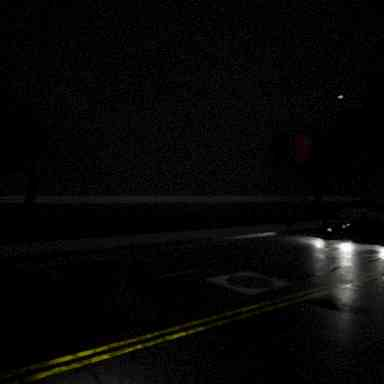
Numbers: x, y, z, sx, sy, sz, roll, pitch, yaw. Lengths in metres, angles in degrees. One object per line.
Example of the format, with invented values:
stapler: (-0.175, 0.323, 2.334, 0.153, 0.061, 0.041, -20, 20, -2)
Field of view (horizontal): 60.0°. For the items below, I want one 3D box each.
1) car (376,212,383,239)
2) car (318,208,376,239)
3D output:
car: (10.624, 1.610, 15.253, 4.674, 1.442, 1.812, 0, 0, -35)
car: (8.736, 1.611, 17.899, 4.674, 1.442, 1.812, 0, 0, -35)
